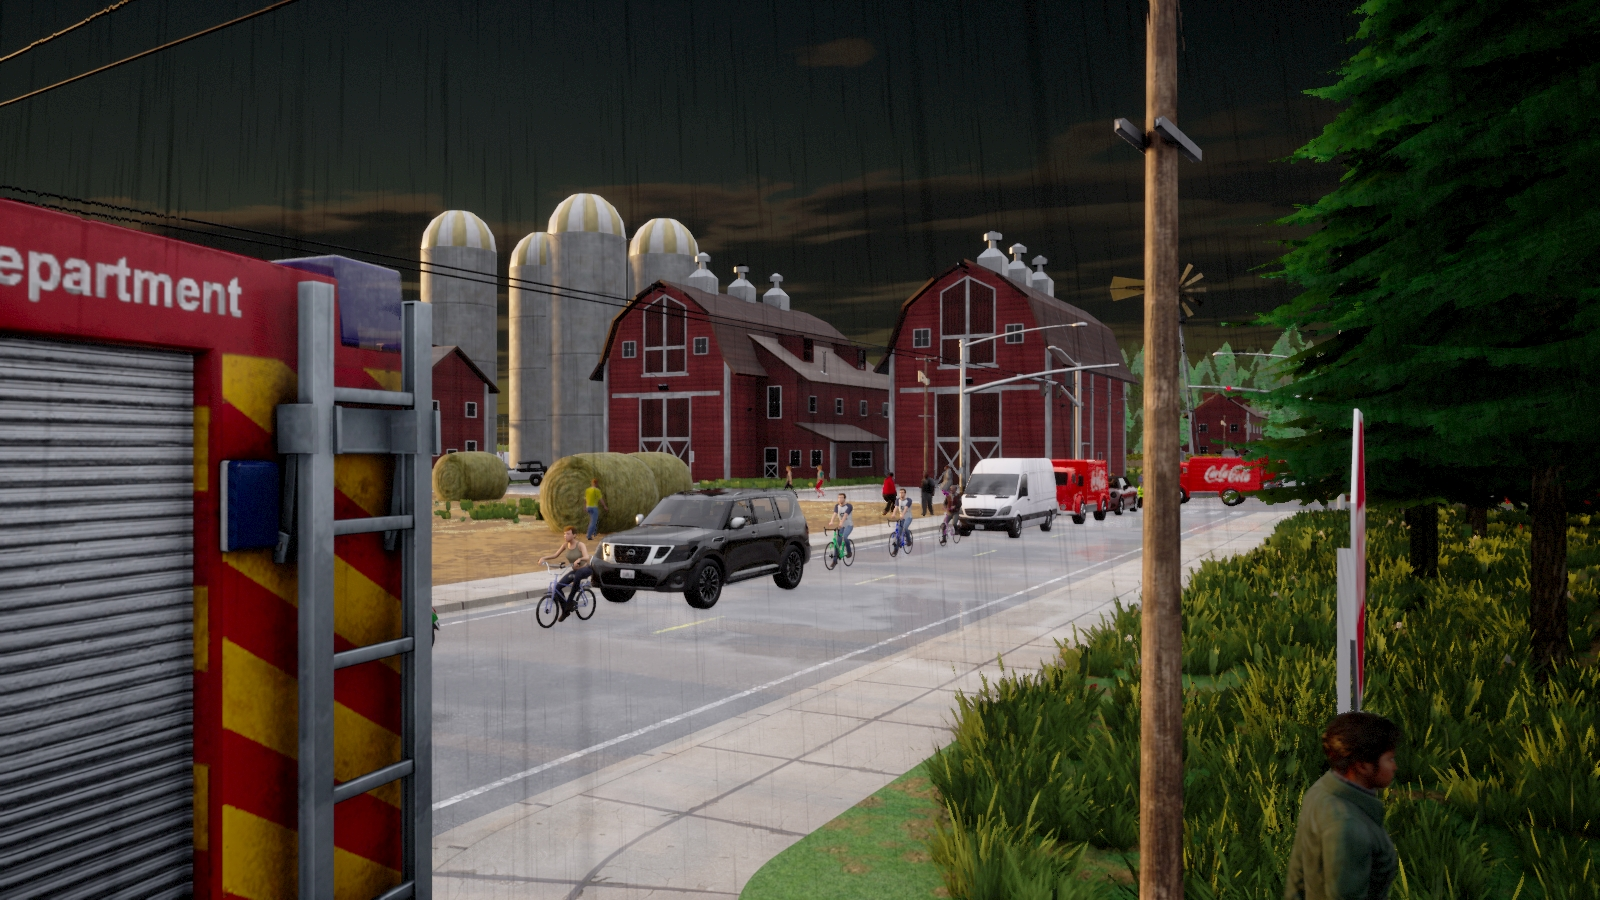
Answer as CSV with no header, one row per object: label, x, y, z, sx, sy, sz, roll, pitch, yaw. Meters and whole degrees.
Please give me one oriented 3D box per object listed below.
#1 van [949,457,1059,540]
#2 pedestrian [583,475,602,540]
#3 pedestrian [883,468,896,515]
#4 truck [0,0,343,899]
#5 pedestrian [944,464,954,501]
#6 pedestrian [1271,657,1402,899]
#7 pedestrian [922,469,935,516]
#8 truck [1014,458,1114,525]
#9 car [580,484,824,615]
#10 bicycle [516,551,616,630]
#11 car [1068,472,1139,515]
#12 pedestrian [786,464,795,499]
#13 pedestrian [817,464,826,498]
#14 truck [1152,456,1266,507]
van,7.063,1.534,38.944,1.988,2.561,5.915,0,0,28
pedestrian,-6.076,1.681,33.468,0.375,1.860,0.375,0,0,34
pedestrian,3.597,1.678,45.944,0.375,1.860,0.375,0,0,-37
truck,-5.969,0.867,3.801,8.468,3.827,2.891,0,0,20
pedestrian,7.612,1.671,58.390,0.375,1.860,0.375,0,0,25
pedestrian,1.775,1.663,3.788,0.375,1.860,0.375,0,0,26
pedestrian,5.155,1.695,45.867,0.375,1.860,0.375,0,0,37
truck,10.553,1.568,45.371,2.627,2.467,5.204,0,0,28
car,-1.716,1.779,22.423,2.150,2.045,5.566,0,0,27
bicycle,-3.784,2.256,18.575,0.859,1.080,1.487,0,0,28
car,13.653,1.903,51.218,2.097,1.767,4.553,0,0,28
pedestrian,-0.524,1.668,60.828,0.375,1.860,0.375,0,0,17
pedestrian,1.165,1.670,61.588,0.375,1.860,0.375,0,0,32
truck,20.995,1.559,58.691,5.204,2.467,2.627,0,0,27
